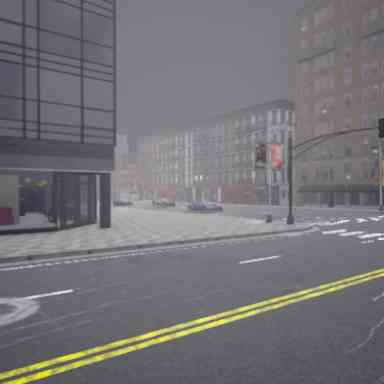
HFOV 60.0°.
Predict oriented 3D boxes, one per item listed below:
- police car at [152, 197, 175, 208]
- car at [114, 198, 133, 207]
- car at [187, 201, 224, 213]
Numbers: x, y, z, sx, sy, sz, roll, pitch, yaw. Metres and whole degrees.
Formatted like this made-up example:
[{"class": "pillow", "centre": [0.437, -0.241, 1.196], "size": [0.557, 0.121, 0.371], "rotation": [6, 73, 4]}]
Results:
[{"class": "police car", "centre": [-4.570, 1.682, 54.116], "size": [1.930, 1.638, 5.238], "rotation": [0, 0, -37]}, {"class": "car", "centre": [-12.091, 1.785, 58.592], "size": [1.882, 1.535, 5.008], "rotation": [0, 0, -37]}, {"class": "car", "centre": [1.476, 1.758, 40.032], "size": [2.033, 1.411, 5.357], "rotation": [0, 0, -35]}]
